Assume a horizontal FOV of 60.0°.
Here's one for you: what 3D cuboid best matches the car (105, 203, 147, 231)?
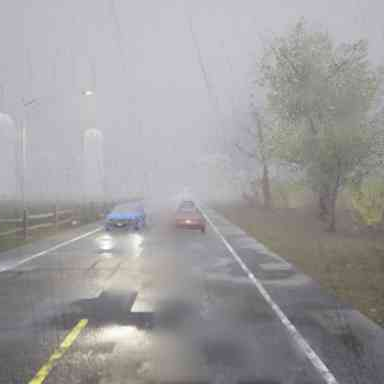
[{"bbox_3d":[-3.938,1.464,20.490,1.882,1.535,5.008,0,0,-1],"label":"car"}]

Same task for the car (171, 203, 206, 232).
[{"bbox_3d":[-0.230,1.558,19.954,1.994,1.385,4.181,0,0,-1],"label":"car"}]

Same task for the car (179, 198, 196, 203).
[{"bbox_3d":[-0.557,1.478,41.741,2.128,1.511,4.902,0,0,-1],"label":"car"}]
